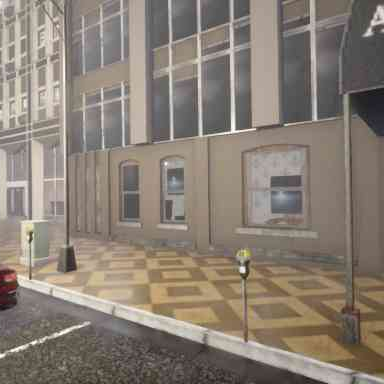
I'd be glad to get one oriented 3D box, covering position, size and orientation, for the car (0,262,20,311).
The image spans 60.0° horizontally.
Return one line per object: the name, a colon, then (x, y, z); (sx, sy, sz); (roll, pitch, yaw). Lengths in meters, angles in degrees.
car: (-4.954, 1.584, 6.419); (4.206, 1.307, 1.802); (0, -1, 36)
